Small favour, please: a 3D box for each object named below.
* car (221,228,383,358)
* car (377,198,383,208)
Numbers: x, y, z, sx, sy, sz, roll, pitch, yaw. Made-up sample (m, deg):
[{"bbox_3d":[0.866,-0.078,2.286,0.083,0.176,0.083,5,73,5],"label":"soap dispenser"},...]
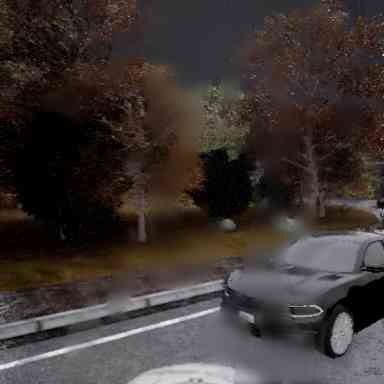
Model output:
[{"bbox_3d":[2.729,1.491,6.244,5.008,1.535,1.882,0,0,-39],"label":"car"},{"bbox_3d":[25.194,1.450,42.056,1.895,1.301,4.718,-2,0,10],"label":"car"}]
